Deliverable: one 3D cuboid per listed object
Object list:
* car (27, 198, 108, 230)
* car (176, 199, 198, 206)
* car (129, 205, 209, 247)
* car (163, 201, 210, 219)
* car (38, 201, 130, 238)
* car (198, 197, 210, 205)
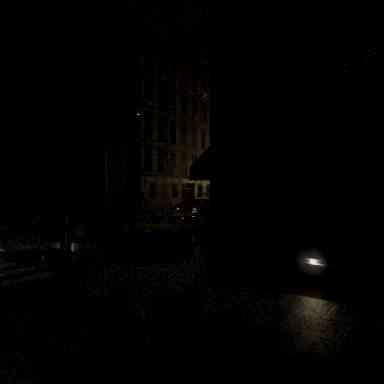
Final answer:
[{"bbox_3d":[-7.001,1.282,19.718,2.192,1.841,5.009,0,0,36],"label":"car"},{"bbox_3d":[0.605,1.321,25.996,2.097,1.767,4.553,0,0,35],"label":"car"},{"bbox_3d":[-0.378,1.530,15.185,1.752,1.417,4.829,0,0,36],"label":"car"},{"bbox_3d":[-0.402,1.521,28.961,1.947,1.339,4.313,0,0,36],"label":"car"},{"bbox_3d":[-5.229,1.457,17.827,1.882,1.535,5.008,0,0,34],"label":"car"},{"bbox_3d":[2.826,1.314,19.667,2.192,1.841,5.009,0,0,36],"label":"car"}]
